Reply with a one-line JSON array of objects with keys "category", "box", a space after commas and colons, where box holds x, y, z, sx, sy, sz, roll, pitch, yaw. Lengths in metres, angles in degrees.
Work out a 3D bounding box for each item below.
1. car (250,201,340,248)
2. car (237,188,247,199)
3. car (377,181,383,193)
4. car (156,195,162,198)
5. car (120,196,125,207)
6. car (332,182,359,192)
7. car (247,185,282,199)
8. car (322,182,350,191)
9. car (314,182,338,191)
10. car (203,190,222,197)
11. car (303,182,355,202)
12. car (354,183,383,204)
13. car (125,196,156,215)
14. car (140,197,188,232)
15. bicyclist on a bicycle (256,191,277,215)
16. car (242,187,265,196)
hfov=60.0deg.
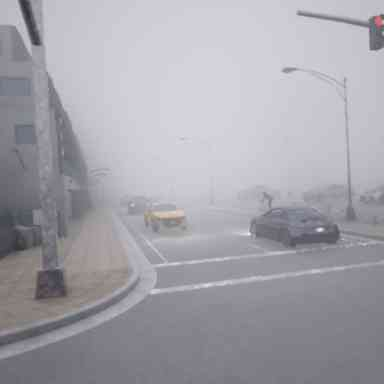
[{"category": "car", "box": [3.878, 1.246, 13.257, 1.994, 1.385, 4.181, -3, 1, -14]}, {"category": "car", "box": [8.776, 0.003, 47.330, 4.605, 1.855, 1.932, -3, 1, -15]}, {"category": "car", "box": [28.295, -0.792, 46.037, 4.514, 1.523, 2.007, -3, 1, -15]}, {"category": "car", "box": [-4.885, 1.178, 45.505, 2.033, 1.411, 5.357, -3, 1, -15]}, {"category": "car", "box": [-9.537, 1.311, 49.079, 2.128, 1.511, 4.902, -3, 1, -15]}, {"category": "car", "box": [25.708, -0.787, 55.689, 3.633, 1.501, 1.845, -3, 1, -15]}, {"category": "car", "box": [9.937, -0.036, 44.634, 3.866, 1.878, 1.905, -3, 1, -15]}, {"category": "car", "box": [29.984, -1.209, 69.133, 5.027, 1.636, 2.152, -3, 1, -15]}, {"category": "car", "box": [29.108, -1.201, 72.146, 4.514, 1.523, 2.007, -3, 1, -15]}, {"category": "car", "box": [4.033, 0.245, 65.299, 3.633, 1.501, 1.845, -3, 1, -15]}, {"category": "car", "box": [13.308, 0.059, 32.292, 5.027, 1.636, 2.152, -3, 1, -15]}, {"category": "car", "box": [15.312, 0.129, 26.187, 3.806, 1.475, 1.970, -3, 1, -15]}, {"category": "car", "box": [-5.130, 1.197, 32.558, 2.097, 1.767, 4.553, -3, 1, -14]}, {"category": "car", "box": [-1.652, 1.343, 19.783, 1.882, 1.535, 5.008, -3, 1, -15]}, {"category": "bicyclist on a bicycle", "box": [5.182, 0.758, 23.089, 1.656, 1.620, 0.582, -4, 1, -15]}, {"category": "car", "box": [11.966, -0.143, 64.373, 3.806, 1.475, 1.970, -3, 1, -15]}]
